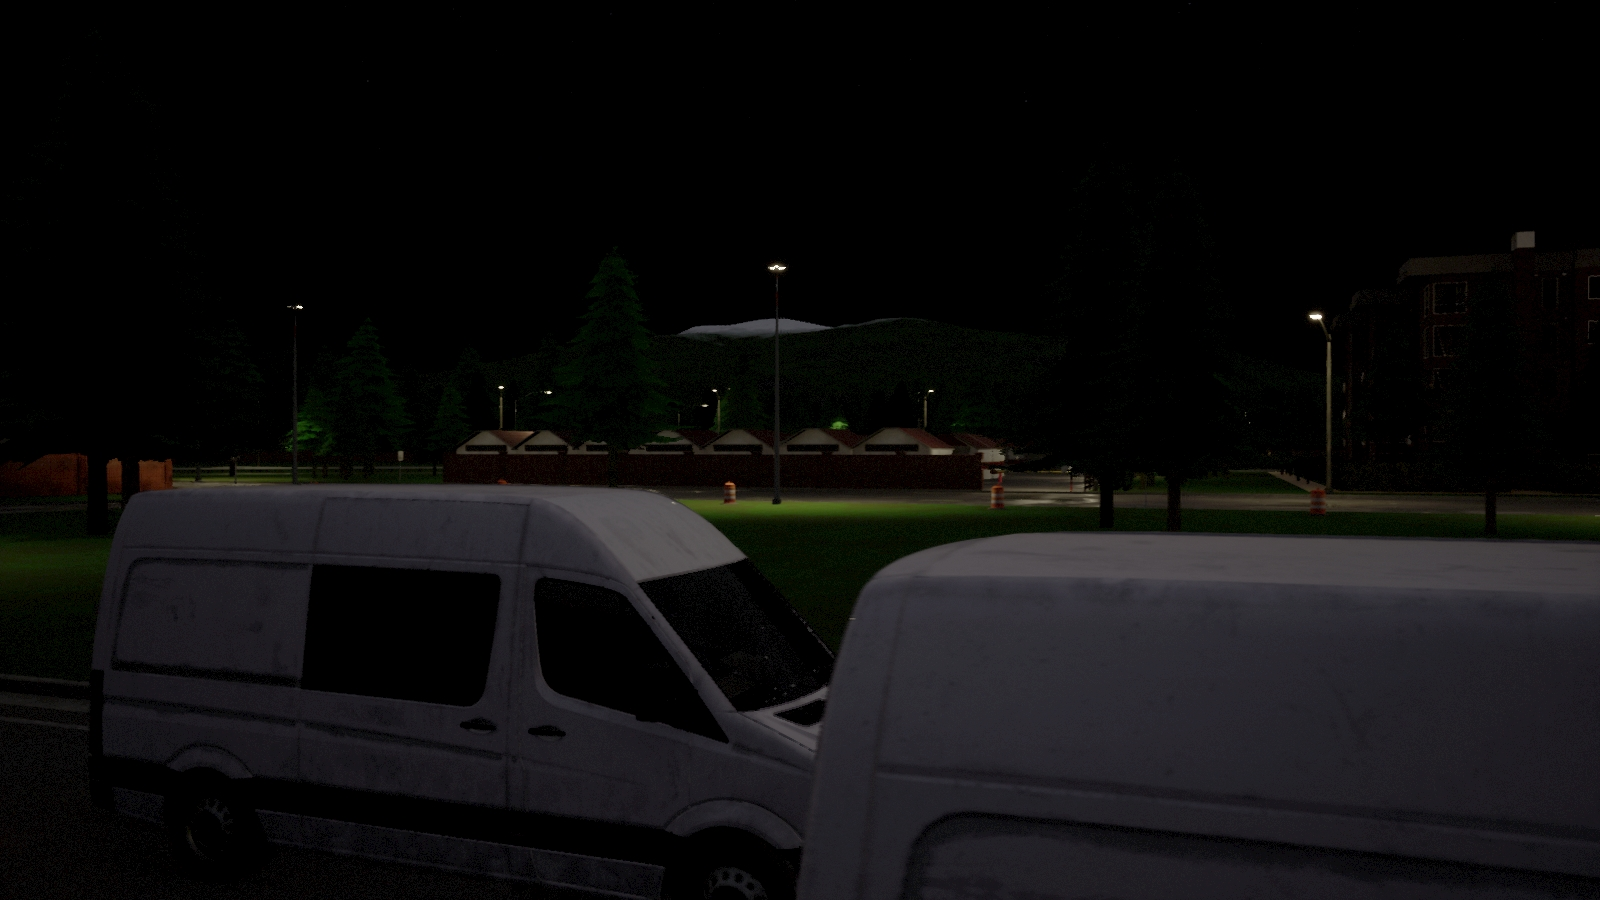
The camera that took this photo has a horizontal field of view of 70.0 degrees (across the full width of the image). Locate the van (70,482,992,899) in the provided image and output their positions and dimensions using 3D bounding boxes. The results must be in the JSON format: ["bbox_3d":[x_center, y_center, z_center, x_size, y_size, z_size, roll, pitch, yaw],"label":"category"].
[{"bbox_3d":[-1.843,1.535,7.698,5.915,2.561,1.988,0,0,20],"label":"van"}]

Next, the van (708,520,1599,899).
[{"bbox_3d":[2.934,1.534,2.236,5.915,2.561,1.988,0,0,20],"label":"van"}]
